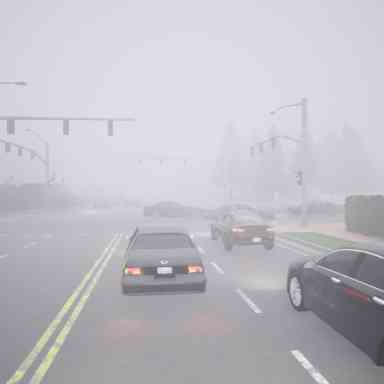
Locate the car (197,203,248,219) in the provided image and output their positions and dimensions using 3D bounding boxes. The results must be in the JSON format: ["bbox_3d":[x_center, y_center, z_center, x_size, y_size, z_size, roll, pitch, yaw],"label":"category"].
[{"bbox_3d":[3.348,1.547,24.512,5.357,1.411,2.033,0,0,-5],"label":"car"}]

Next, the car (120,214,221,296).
[{"bbox_3d":[-0.830,1.547,8.858,2.033,1.411,5.357,0,0,-7],"label":"car"}]

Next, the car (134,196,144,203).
[{"bbox_3d":[-10.995,1.524,69.584,1.812,1.442,4.674,0,0,-6],"label":"car"}]

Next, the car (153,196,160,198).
[{"bbox_3d":[-8.738,1.553,81.219,1.994,1.385,4.181,0,0,-6],"label":"car"}]

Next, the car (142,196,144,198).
[{"bbox_3d":[-9.966,1.478,59.437,1.882,1.535,5.008,0,0,-6],"label":"car"}]

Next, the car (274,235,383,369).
[{"bbox_3d":[2.985,1.505,4.923,1.837,1.490,4.892,0,0,-5],"label":"car"}]

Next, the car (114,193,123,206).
[{"bbox_3d":[-12.917,1.352,54.031,2.097,1.767,4.553,0,0,-6],"label":"car"}]

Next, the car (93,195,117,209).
[{"bbox_3d":[-12.014,1.491,44.872,2.128,1.511,4.902,0,0,-4],"label":"car"}]

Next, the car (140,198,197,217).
[{"bbox_3d":[-1.554,1.477,27.616,5.008,1.535,1.882,0,0,-5],"label":"car"}]

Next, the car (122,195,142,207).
[{"bbox_3d":[-8.994,1.526,50.262,1.812,1.442,4.674,0,0,-6],"label":"car"}]

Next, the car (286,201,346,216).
[{"bbox_3d":[12.086,1.547,32.464,5.357,1.411,2.033,0,0,-5],"label":"car"}]

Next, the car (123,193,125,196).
[{"bbox_3d":[-13.911,1.222,63.625,2.150,2.045,5.566,0,0,-6],"label":"car"}]

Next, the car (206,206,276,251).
[{"bbox_3d":[2.016,1.526,14.118,1.812,1.442,4.674,0,0,-7],"label":"car"}]

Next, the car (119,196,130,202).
[{"bbox_3d":[-15.007,1.540,74.110,2.033,1.411,5.357,0,0,-6],"label":"car"}]
